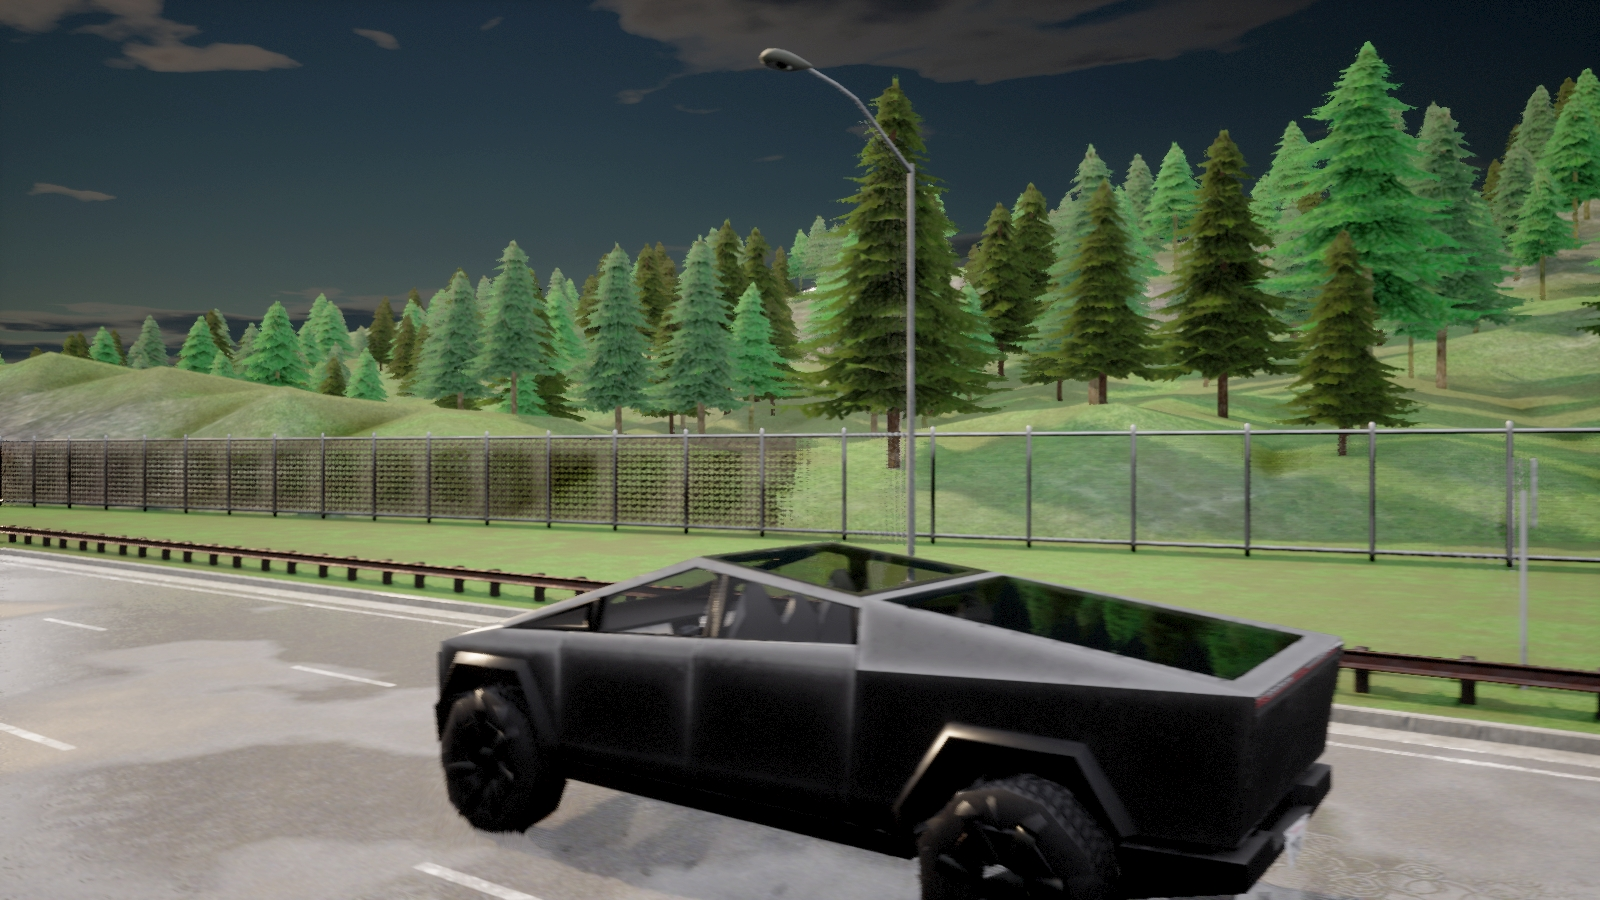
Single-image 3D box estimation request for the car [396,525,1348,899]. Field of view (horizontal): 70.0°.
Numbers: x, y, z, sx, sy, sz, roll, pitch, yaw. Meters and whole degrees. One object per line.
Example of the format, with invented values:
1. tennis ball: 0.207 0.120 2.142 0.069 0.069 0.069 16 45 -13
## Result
1. car: 0.151 1.753 7.937 6.274 2.098 2.390 0 0 35
